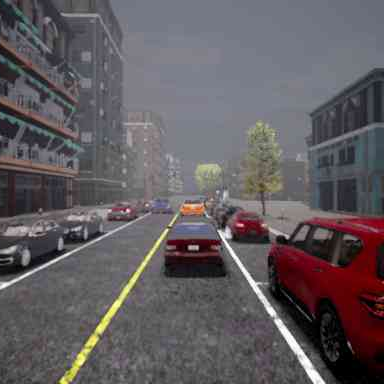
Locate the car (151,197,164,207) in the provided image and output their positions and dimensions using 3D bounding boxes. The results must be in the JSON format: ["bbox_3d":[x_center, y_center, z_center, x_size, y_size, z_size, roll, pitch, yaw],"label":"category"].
[{"bbox_3d":[-5.713,1.630,55.264,1.752,1.417,4.829,0,0,0],"label":"car"}]

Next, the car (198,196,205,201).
[{"bbox_3d":[2.653,1.771,93.388,2.008,1.369,4.403,0,0,0],"label":"car"}]

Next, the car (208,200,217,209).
[{"bbox_3d":[2.680,1.594,27.738,2.008,1.369,4.403,0,0,0],"label":"car"}]

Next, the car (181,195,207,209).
[{"bbox_3d":[0.072,1.403,31.192,2.097,1.767,4.553,0,0,0],"label":"car"}]

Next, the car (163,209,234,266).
[{"bbox_3d":[0.059,1.560,11.551,2.033,1.411,5.357,0,0,0],"label":"car"}]

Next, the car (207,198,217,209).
[{"bbox_3d":[2.677,1.621,33.278,1.947,1.339,4.313,0,0,0],"label":"car"}]

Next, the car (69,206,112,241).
[{"bbox_3d":[-5.696,1.570,16.657,2.008,1.369,4.403,0,0,0],"label":"car"}]

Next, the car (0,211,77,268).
[{"bbox_3d":[-5.694,1.562,11.119,2.008,1.369,4.403,0,0,0],"label":"car"}]

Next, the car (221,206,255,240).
[{"bbox_3d":[2.684,1.602,16.661,1.802,1.307,4.206,0,0,0],"label":"car"}]

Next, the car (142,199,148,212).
[{"bbox_3d":[-5.705,1.507,38.815,1.967,1.590,4.097,0,0,0],"label":"car"}]

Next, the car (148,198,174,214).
[{"bbox_3d":[-3.112,1.412,35.415,2.097,1.767,4.553,0,0,0],"label":"car"}]

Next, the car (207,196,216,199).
[{"bbox_3d":[2.673,1.606,44.527,1.752,1.417,4.829,0,0,0],"label":"car"}]

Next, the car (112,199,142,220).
[{"bbox_3d":[-5.701,1.483,27.735,1.967,1.590,4.097,0,0,0],"label":"car"}]

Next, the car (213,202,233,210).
[{"bbox_3d":[2.681,1.597,22.200,1.947,1.339,4.313,0,0,0],"label":"car"}]

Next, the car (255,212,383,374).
[{"bbox_3d":[2.689,1.320,5.585,2.192,1.841,5.009,0,0,0],"label":"car"}]
